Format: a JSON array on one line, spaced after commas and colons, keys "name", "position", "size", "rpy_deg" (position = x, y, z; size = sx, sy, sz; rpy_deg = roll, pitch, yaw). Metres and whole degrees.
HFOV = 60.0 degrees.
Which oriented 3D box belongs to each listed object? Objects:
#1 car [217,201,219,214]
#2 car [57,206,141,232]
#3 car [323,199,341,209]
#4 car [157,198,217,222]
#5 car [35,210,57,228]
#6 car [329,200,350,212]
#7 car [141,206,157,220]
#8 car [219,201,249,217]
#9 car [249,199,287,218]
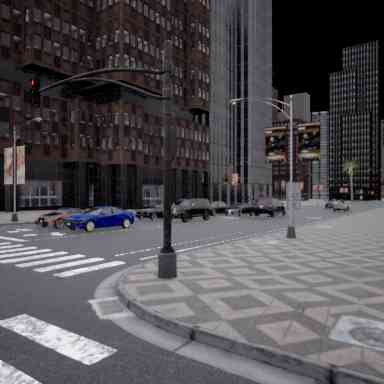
[{"name": "car", "position": [2.540, 1.883, 40.222], "size": [2.097, 1.767, 4.553], "rpy_deg": [0, -1, 35]}, {"name": "car", "position": [-6.085, 1.726, 22.344], "size": [1.882, 1.535, 5.008], "rpy_deg": [0, -1, 35]}, {"name": "car", "position": [26.343, 2.518, 62.415], "size": [1.837, 1.490, 4.892], "rpy_deg": [0, -1, 35]}, {"name": "car", "position": [-0.313, 1.615, 30.539], "size": [2.150, 2.045, 5.566], "rpy_deg": [0, -1, 35]}, {"name": "car", "position": [-8.950, 1.805, 23.916], "size": [1.994, 1.385, 4.181], "rpy_deg": [0, -1, 36]}, {"name": "car", "position": [24.178, 2.436, 53.679], "size": [2.033, 1.411, 5.357], "rpy_deg": [0, -1, 34]}, {"name": "car", "position": [-3.282, 1.984, 31.970], "size": [1.895, 1.301, 4.718], "rpy_deg": [0, -1, 35]}, {"name": "car", "position": [5.610, 2.036, 38.932], "size": [2.128, 1.511, 4.902], "rpy_deg": [0, -1, 35]}, {"name": "car", "position": [8.919, 1.780, 37.662], "size": [2.150, 2.045, 5.566], "rpy_deg": [0, -1, 35]}]
